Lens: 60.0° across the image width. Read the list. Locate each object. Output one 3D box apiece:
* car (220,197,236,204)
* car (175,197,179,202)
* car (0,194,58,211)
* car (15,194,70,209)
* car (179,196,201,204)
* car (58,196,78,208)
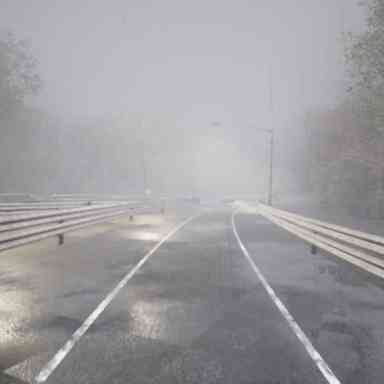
[{"bbox_3d":[7.556,1.749,69.601,2.033,1.411,5.357,2,0,26],"label":"car"},{"bbox_3d":[-1.453,1.427,66.999,2.033,1.411,5.357,2,0,26],"label":"car"},{"bbox_3d":[-13.344,0.942,26.045,2.097,1.767,4.553,2,0,26],"label":"car"},{"bbox_3d":[-16.167,0.995,36.347,2.033,1.411,5.357,2,0,26],"label":"car"},{"bbox_3d":[0.051,1.440,62.048,1.882,1.535,5.008,2,0,26],"label":"car"},{"bbox_3d":[-13.879,1.094,33.029,2.033,1.411,5.357,2,0,26],"label":"car"}]
